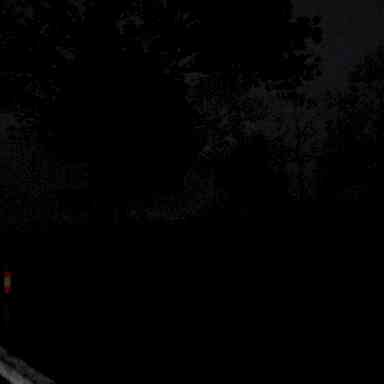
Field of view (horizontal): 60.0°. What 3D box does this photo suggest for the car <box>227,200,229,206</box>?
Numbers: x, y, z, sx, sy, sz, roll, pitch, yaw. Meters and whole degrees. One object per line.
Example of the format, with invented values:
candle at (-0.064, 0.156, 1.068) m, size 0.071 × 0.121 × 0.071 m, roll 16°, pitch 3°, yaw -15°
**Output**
car at (7.571, 1.813, 64.776) m, size 5.357 × 1.411 × 2.033 m, roll -2°, pitch 1°, yaw -35°
